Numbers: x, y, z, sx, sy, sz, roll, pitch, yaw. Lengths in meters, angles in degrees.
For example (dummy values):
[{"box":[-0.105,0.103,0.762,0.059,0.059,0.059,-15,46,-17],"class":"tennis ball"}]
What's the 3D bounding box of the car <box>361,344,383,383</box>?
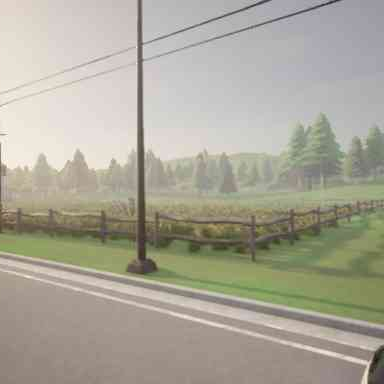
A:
[{"box":[3.488,1.468,1.503,4.902,1.511,2.128,-1,0,36],"class":"car"}]
